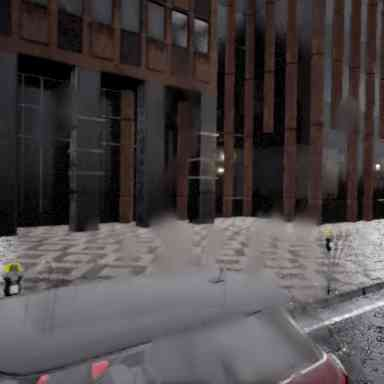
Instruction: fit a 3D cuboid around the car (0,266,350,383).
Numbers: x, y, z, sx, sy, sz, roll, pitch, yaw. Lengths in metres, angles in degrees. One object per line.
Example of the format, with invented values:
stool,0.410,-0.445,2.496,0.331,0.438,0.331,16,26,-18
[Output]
car,-0.856,1.397,1.983,4.097,1.590,1.967,0,1,-34
